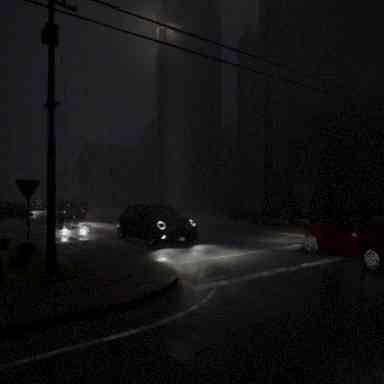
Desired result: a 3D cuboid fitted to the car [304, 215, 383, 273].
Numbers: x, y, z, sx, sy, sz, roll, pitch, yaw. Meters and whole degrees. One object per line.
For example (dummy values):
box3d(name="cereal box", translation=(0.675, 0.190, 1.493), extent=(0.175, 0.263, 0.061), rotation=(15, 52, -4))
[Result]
box3d(name="car", translation=(5.628, 1.476, 10.883), extent=(1.882, 1.535, 5.008), rotation=(2, 0, -12))

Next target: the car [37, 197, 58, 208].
box3d(name="car", translation=(-19.061, 1.488, 45.284), extent=(2.128, 1.511, 4.902), rotation=(0, 0, -36))

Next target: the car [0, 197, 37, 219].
box3d(name="car", translation=(-15.979, 1.478, 27.928), extent=(4.611, 1.667, 2.242), rotation=(0, 0, -36))

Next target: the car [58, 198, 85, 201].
box3d(name="car", translation=(-13.072, 1.474, 37.175), extent=(1.882, 1.535, 5.008), rotation=(0, 0, -36))

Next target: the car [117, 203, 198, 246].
box3d(name="car", translation=(-1.710, 1.352, 15.452), extent=(2.097, 1.767, 4.553), rotation=(0, 0, -36))

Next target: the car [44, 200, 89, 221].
box3d(name="car", translation=(-10.275, 1.599, 27.116), extent=(1.895, 1.301, 4.718), rotation=(0, 0, -36))

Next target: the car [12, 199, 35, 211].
box3d(name="car", translation=(-21.716, 1.597, 42.799), extent=(1.895, 1.301, 4.718), rotation=(0, 0, -36))
